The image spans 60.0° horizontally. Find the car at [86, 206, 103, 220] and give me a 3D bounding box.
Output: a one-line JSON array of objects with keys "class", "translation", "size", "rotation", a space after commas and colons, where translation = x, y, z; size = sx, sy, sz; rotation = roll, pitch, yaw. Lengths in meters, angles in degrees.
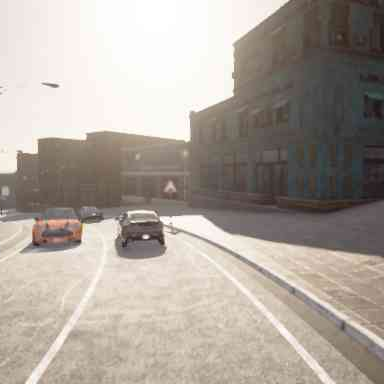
[{"class": "car", "translation": [-10.135, 2.085, 32.475], "size": [1.994, 1.385, 4.181], "rotation": [-3, 0, -32]}]

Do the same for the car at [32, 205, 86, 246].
[{"class": "car", "translation": [-6.602, 1.569, 16.596], "size": [2.097, 1.767, 4.553], "rotation": [-1, -1, -19]}]

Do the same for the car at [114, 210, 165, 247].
[{"class": "car", "translation": [-2.538, 1.606, 15.850], "size": [1.837, 1.490, 4.892], "rotation": [-1, -1, -16]}]
